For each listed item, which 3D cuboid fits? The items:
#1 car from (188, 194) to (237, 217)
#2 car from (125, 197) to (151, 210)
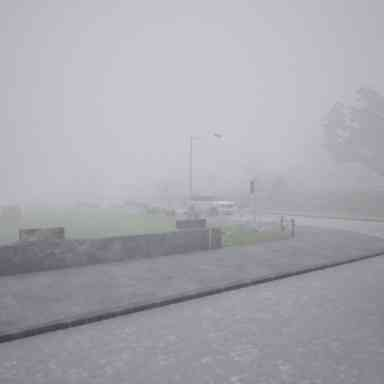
[{"bbox_3d":[1.805,1.219,31.658,2.150,2.045,5.566,0,0,-36],"label":"car"},{"bbox_3d":[-7.201,1.477,44.294,1.882,1.535,5.008,0,0,-35],"label":"car"}]
